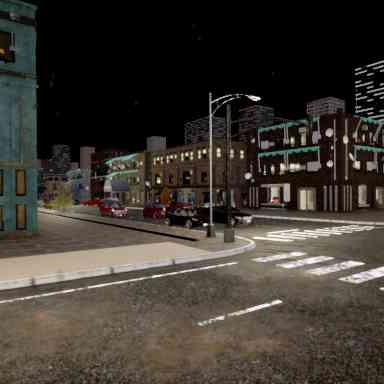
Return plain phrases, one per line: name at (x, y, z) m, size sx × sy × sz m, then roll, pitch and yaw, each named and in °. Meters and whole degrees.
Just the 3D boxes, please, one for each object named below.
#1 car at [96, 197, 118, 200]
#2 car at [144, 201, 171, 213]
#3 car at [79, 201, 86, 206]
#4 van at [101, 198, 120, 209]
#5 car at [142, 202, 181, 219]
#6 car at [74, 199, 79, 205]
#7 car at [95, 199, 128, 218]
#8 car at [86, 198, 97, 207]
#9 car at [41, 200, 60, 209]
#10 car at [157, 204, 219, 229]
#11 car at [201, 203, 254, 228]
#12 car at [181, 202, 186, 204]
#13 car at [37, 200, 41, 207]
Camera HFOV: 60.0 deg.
car at (-9.964, 1.806, 42.034) m, size 2.097 × 1.767 × 4.553 m, roll -1°, pitch 0°, yaw -35°
car at (-4.663, 1.966, 44.539) m, size 1.802 × 1.307 × 4.206 m, roll -2°, pitch 0°, yaw -35°
car at (-20.666, 2.228, 67.120) m, size 1.887 × 1.381 × 4.507 m, roll -1°, pitch 0°, yaw -35°
van at (-14.270, 1.907, 58.087) m, size 1.690 × 1.788 × 3.998 m, roll -1°, pitch 0°, yaw -35°
car at (-3.300, 1.887, 32.619) m, size 1.994 × 1.385 × 4.181 m, roll -1°, pitch 0°, yaw -35°
car at (-27.066, 2.364, 76.152) m, size 1.947 × 1.339 × 4.313 m, roll -1°, pitch 0°, yaw -35°
car at (-8.304, 1.846, 35.175) m, size 1.967 × 1.590 × 4.097 m, roll -1°, pitch 0°, yaw -35°
car at (-17.471, 1.940, 62.603) m, size 2.192 × 1.841 × 5.009 m, roll -1°, pitch 0°, yaw -35°
car at (-24.204, 2.233, 57.618) m, size 1.752 × 1.417 × 4.829 m, roll -1°, pitch 0°, yaw -35°
car at (-0.377, 1.814, 23.783) m, size 1.947 × 1.339 × 4.313 m, roll -1°, pitch 0°, yaw -35°
car at (2.451, 1.735, 24.506) m, size 1.812 × 1.442 × 4.674 m, roll -1°, pitch 0°, yaw -37°
car at (-1.464, 1.904, 40.023) m, size 1.802 × 1.307 × 4.206 m, roll -2°, pitch 0°, yaw -35°
car at (-30.703, 2.376, 66.790) m, size 2.008 × 1.369 × 4.403 m, roll -1°, pitch 0°, yaw -35°
